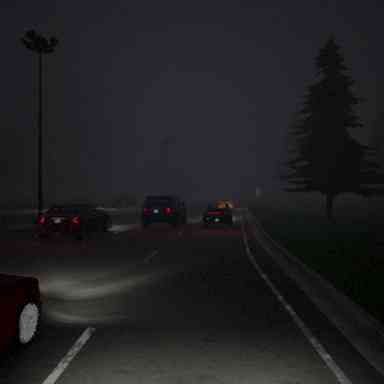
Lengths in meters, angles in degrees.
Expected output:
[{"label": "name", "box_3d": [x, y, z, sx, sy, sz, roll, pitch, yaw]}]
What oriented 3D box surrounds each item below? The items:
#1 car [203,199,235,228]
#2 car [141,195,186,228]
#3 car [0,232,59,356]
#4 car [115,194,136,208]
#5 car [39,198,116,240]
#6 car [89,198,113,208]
[{"label": "car", "box_3d": [1.806, 1.502, 22.553, 2.128, 1.511, 4.902, 0, 0, 7]}, {"label": "car", "box_3d": [-1.762, 1.233, 22.270, 2.150, 2.045, 5.566, 0, 0, 7]}, {"label": "car", "box_3d": [-3.291, 1.479, 3.190, 1.882, 1.535, 5.008, 0, 0, 1]}, {"label": "car", "box_3d": [-9.950, 1.325, 49.016, 2.150, 2.045, 5.566, 0, 0, 8]}, {"label": "car", "box_3d": [-5.870, 1.360, 17.240, 2.097, 1.767, 4.553, 0, 0, 6]}, {"label": "car", "box_3d": [-13.416, 1.586, 49.507, 1.812, 1.442, 4.674, 0, 0, 8]}]
